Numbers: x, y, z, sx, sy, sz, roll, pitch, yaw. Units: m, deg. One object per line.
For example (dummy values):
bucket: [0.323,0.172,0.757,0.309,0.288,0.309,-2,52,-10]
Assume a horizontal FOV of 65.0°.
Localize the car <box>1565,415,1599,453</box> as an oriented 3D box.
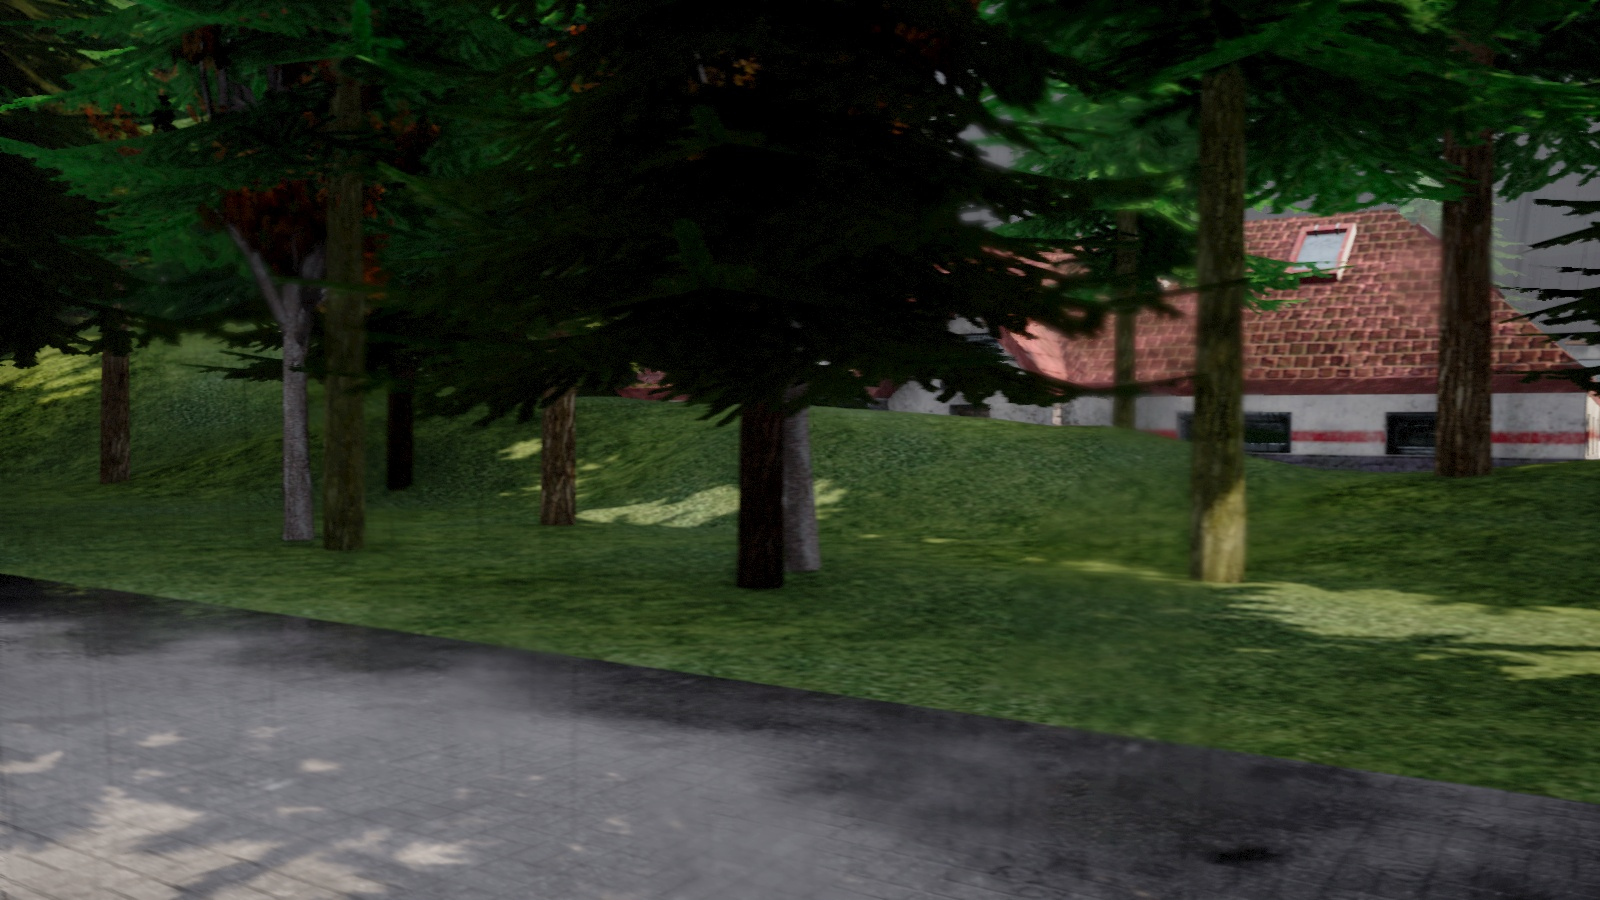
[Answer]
car: [44.873,-0.888,68.244,5.566,2.045,2.150,0,1,34]
